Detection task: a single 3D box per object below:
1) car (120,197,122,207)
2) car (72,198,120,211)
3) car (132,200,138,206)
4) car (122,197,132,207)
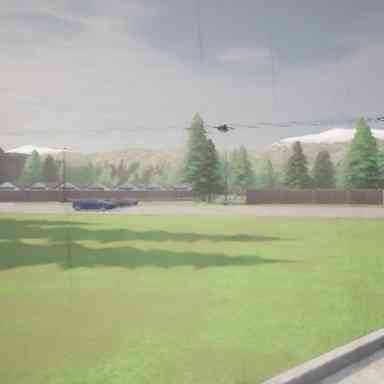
[{"bbox_3d":[-11.905,1.541,42.419,4.718,1.301,1.895,0,0,12],"label":"car"},{"bbox_3d":[-11.417,1.423,38.738,5.008,1.535,1.882,0,0,12],"label":"car"},{"bbox_3d":[-10.103,1.489,49.192,4.181,1.385,1.994,0,0,12],"label":"car"},{"bbox_3d":[-11.214,1.534,45.850,4.718,1.301,1.895,0,0,12],"label":"car"}]
